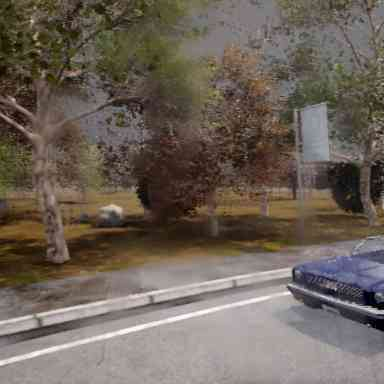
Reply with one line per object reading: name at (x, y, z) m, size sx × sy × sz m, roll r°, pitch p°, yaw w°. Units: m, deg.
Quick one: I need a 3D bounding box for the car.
car at (4.073, 1.535, 6.351) m, size 4.718 × 1.301 × 1.895 m, roll 0°, pitch 1°, yaw -31°
